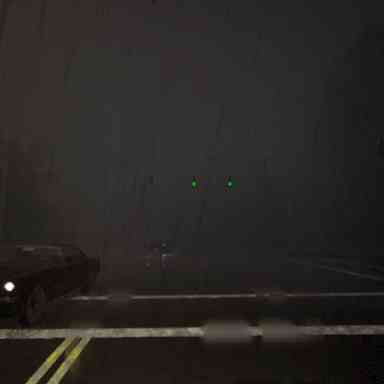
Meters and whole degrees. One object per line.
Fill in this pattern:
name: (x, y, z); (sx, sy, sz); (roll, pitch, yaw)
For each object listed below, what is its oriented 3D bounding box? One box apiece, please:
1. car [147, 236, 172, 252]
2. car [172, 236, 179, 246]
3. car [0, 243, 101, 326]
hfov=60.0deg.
car: (-3.407, 5.399, 33.824); (1.895, 1.301, 4.718); (0, -7, 0)
car: (-3.336, 8.423, 57.760); (1.837, 1.490, 4.892); (0, -7, 0)
car: (-3.493, 1.785, 7.181); (1.895, 1.301, 4.718); (-1, -7, 0)
